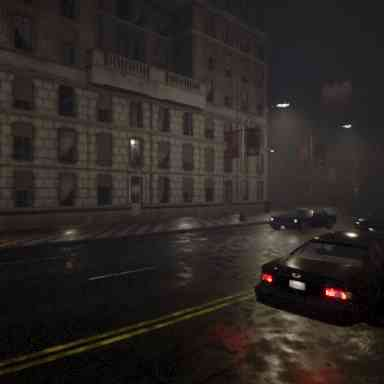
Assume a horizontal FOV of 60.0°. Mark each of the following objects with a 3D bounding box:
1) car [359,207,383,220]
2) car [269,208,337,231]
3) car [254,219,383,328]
[{"bbox_3d":[11.115,1.546,18.796,5.357,1.411,2.033,0,0,-42],"label":"car"},{"bbox_3d":[6.520,1.600,19.366,4.718,1.301,1.895,0,0,-42],"label":"car"},{"bbox_3d":[3.560,1.547,7.035,5.357,1.411,2.033,0,0,-42],"label":"car"}]
